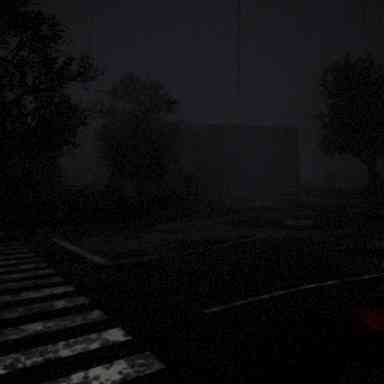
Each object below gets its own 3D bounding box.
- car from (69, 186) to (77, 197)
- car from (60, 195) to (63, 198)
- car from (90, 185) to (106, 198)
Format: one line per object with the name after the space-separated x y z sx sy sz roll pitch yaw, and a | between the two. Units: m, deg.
-16.722 -0.008 51.488 2.435 2.045 5.566 -1 2 16 | car
-19.111 0.028 53.306 2.435 2.045 5.566 -2 1 16 | car
-14.303 0.204 49.775 2.231 1.521 4.892 -1 2 16 | car
